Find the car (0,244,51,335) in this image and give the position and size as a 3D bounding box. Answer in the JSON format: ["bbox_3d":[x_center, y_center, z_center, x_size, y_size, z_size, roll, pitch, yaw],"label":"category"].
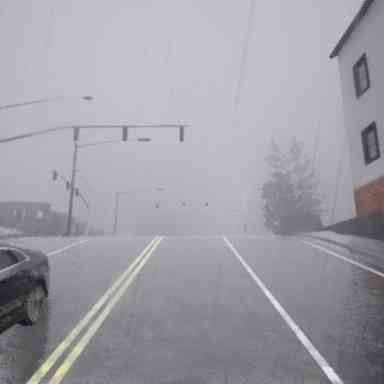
[{"bbox_3d":[-3.565,1.501,4.317,2.128,1.511,4.902,0,0,0],"label":"car"}]
